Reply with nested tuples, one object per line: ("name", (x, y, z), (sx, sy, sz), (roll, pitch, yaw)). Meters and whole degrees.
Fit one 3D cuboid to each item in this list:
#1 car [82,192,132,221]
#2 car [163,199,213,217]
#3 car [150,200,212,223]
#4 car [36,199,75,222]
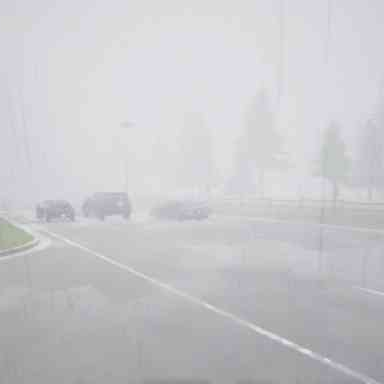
("car", (-6.534, 0.984, 25.223), (2.150, 2.045, 5.566), (0, 1, -35))
("car", (-0.445, 1.332, 28.740), (1.895, 1.301, 4.718), (0, 1, -35))
("car", (-1.005, 1.328, 23.486), (2.033, 1.411, 5.357), (0, 1, -35))
("car", (-9.865, 1.280, 23.871), (1.837, 1.490, 4.892), (0, 1, -35))
